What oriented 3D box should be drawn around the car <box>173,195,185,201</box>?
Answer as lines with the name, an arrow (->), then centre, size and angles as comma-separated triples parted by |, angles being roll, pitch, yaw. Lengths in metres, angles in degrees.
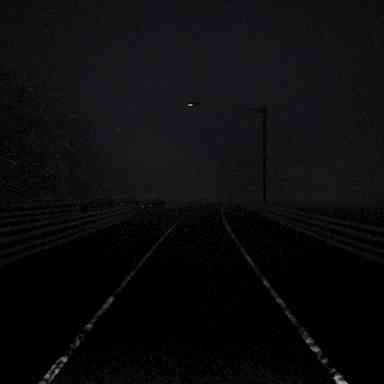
car -> -3.188, 1.435, 80.793 | 2.128, 1.511, 4.902 | 0, 0, 15

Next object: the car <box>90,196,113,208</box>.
car -> -11.850, 1.334, 44.737 | 1.837, 1.490, 4.892 | 0, 0, 12

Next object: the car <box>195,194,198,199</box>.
car -> 2.958, 1.525, 90.007 | 1.895, 1.301, 4.718 | 0, 0, 16

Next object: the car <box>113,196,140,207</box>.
car -> -8.317, 1.334, 44.509 | 1.837, 1.490, 4.892 | 0, 0, 12

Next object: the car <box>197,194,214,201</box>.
car -> 3.340, 1.497, 78.101 | 1.895, 1.301, 4.718 | 0, 0, 15

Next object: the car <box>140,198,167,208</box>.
car -> -4.809, 1.428, 44.298 | 1.895, 1.301, 4.718 | 0, 0, 12
